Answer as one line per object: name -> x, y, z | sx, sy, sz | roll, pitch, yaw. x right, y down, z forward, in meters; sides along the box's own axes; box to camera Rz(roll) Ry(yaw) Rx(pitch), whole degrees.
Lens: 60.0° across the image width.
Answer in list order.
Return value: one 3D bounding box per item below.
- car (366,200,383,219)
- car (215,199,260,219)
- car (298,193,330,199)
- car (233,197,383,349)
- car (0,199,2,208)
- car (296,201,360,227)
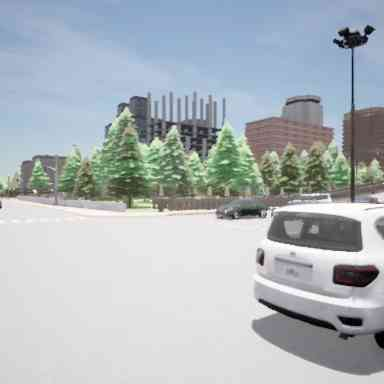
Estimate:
car -> 17.415, 1.475, 29.214 | 4.674, 1.442, 1.812 | -2, 1, -35
car -> 4.201, 1.368, 28.519 | 4.553, 1.767, 2.097 | 0, 0, -34
car -> 12.054, 1.202, 33.981 | 5.566, 2.045, 2.150 | -1, 1, -35
car -> 3.619, 1.227, 6.327 | 5.566, 2.045, 2.150 | 0, 0, -36
car -> -28.222, 1.358, 47.096 | 2.097, 1.767, 4.553 | 0, 0, -34
car -> 9.812, 1.490, 23.845 | 5.008, 1.535, 1.882 | 0, 0, -35
